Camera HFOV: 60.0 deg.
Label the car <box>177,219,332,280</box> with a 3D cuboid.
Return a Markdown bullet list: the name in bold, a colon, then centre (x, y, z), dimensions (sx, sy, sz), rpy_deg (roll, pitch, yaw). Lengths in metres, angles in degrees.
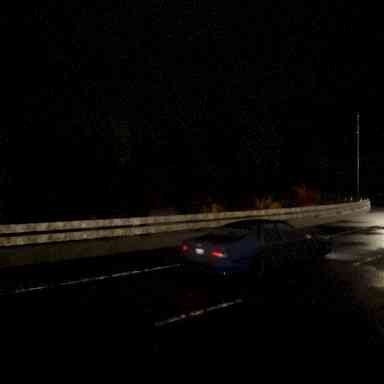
- **car**: centre (2.104, 1.544, 9.985), dimensions (5.357, 1.411, 2.033), rpy_deg (0, 0, -40)
